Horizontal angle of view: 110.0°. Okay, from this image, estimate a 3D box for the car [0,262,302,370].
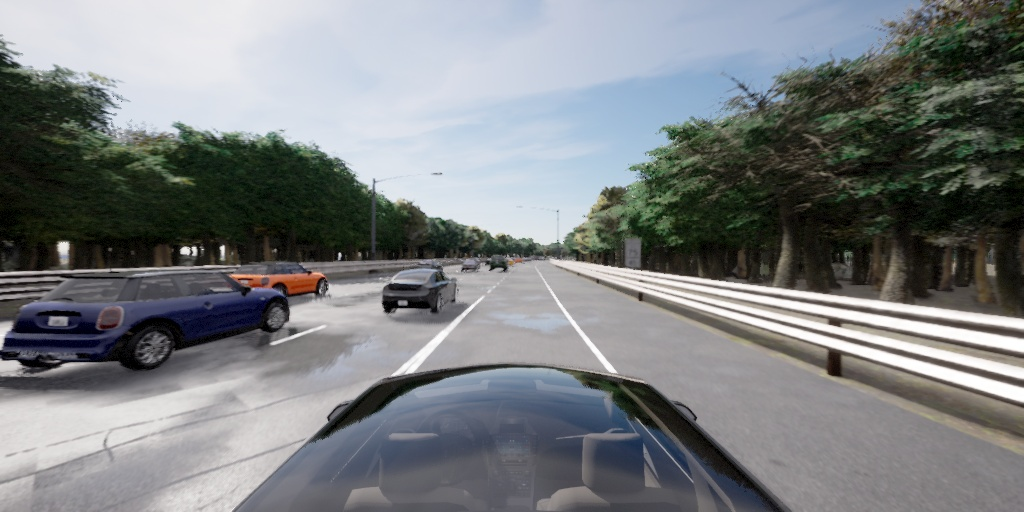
[{"bbox_3d":[-7.099,1.056,7.813,2.097,1.767,4.553,0,0,3],"label":"car"}]

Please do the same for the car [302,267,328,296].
[{"bbox_3d":[-10.233,1.032,15.948,2.097,1.767,4.553,0,0,3],"label":"car"}]

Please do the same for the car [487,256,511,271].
[{"bbox_3d":[-1.742,0.969,48.697,2.150,2.045,5.566,0,0,3],"label":"car"}]

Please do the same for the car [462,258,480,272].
[{"bbox_3d":[-5.334,1.271,46.798,2.033,1.411,5.357,0,0,3],"label":"car"}]

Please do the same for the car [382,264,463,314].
[{"bbox_3d":[-3.331,1.237,13.702,1.837,1.490,4.892,0,0,3],"label":"car"}]

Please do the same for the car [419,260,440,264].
[{"bbox_3d":[-9.145,1.190,39.973,2.128,1.511,4.902,0,0,3],"label":"car"}]
